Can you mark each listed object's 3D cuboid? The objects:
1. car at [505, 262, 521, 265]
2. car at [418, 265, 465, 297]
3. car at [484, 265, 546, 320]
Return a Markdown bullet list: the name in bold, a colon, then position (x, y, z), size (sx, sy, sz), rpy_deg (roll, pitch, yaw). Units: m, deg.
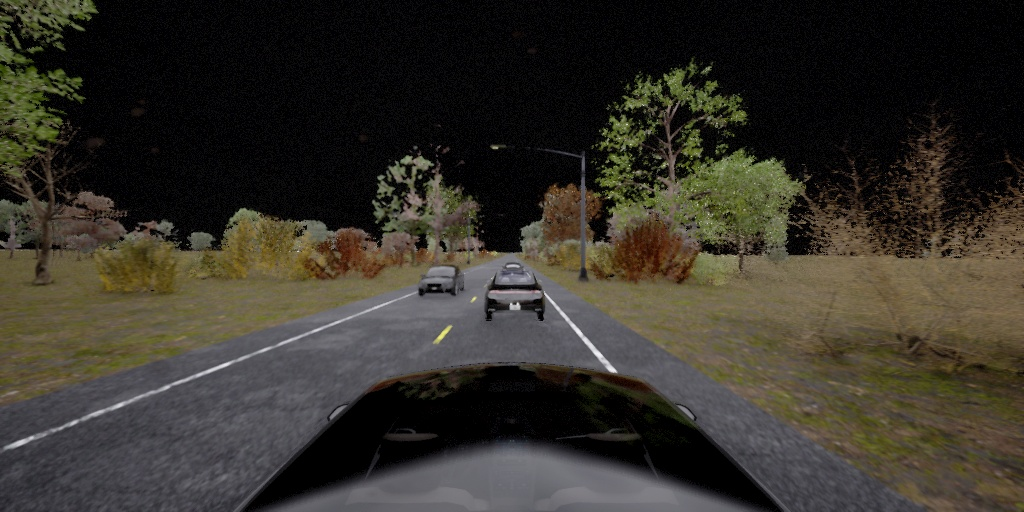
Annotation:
- **car**: position (0.090, 1.259, 30.496), size (1.812, 1.442, 4.674), rpy_deg (0, 0, 0)
- **car**: position (-3.605, 1.250, 19.034), size (1.837, 1.490, 4.892), rpy_deg (0, 0, 0)
- **car**: position (0.091, 1.240, 12.558), size (2.128, 1.511, 4.902), rpy_deg (0, 0, 0)
